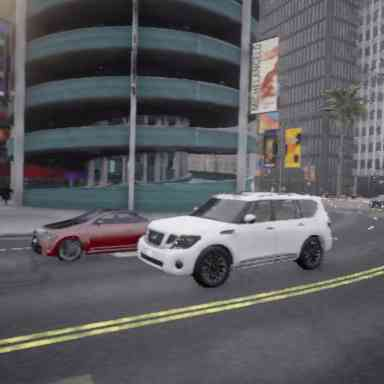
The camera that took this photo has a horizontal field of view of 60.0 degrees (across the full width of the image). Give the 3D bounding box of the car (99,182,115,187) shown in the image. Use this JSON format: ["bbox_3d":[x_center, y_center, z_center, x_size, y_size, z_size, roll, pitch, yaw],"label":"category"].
[{"bbox_3d":[-15.895,-0.851,62.200,2.435,2.045,5.566,1,2,-30],"label":"car"}]

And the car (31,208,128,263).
[{"bbox_3d":[-2.766,1.231,10.558,4.181,1.385,1.994,1,2,-32],"label":"car"}]

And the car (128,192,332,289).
[{"bbox_3d":[1.398,1.042,8.932,5.566,2.045,2.150,1,2,-33],"label":"car"}]

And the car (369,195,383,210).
[{"bbox_3d":[22.460,1.084,38.530,2.097,1.767,4.553,2,1,5],"label":"car"}]
